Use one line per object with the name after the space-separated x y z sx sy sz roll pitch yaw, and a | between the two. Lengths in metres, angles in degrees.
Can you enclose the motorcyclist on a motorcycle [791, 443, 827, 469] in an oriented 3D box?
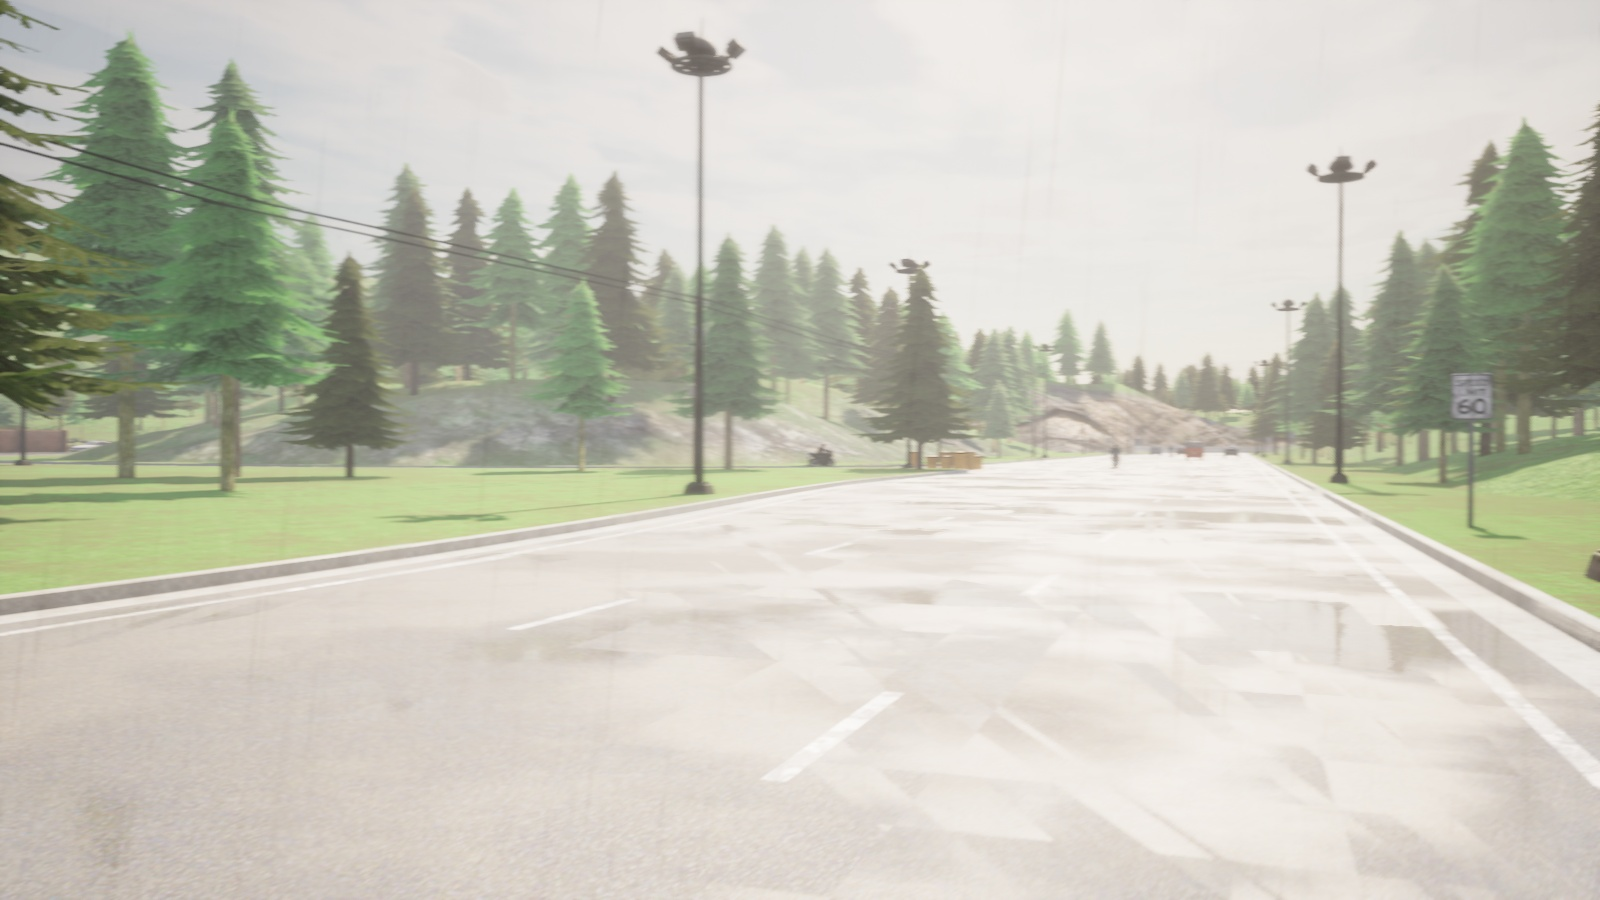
0.549 0.370 74.941 2.044 1.523 0.797 0 0 -35 | motorcyclist on a motorcycle
